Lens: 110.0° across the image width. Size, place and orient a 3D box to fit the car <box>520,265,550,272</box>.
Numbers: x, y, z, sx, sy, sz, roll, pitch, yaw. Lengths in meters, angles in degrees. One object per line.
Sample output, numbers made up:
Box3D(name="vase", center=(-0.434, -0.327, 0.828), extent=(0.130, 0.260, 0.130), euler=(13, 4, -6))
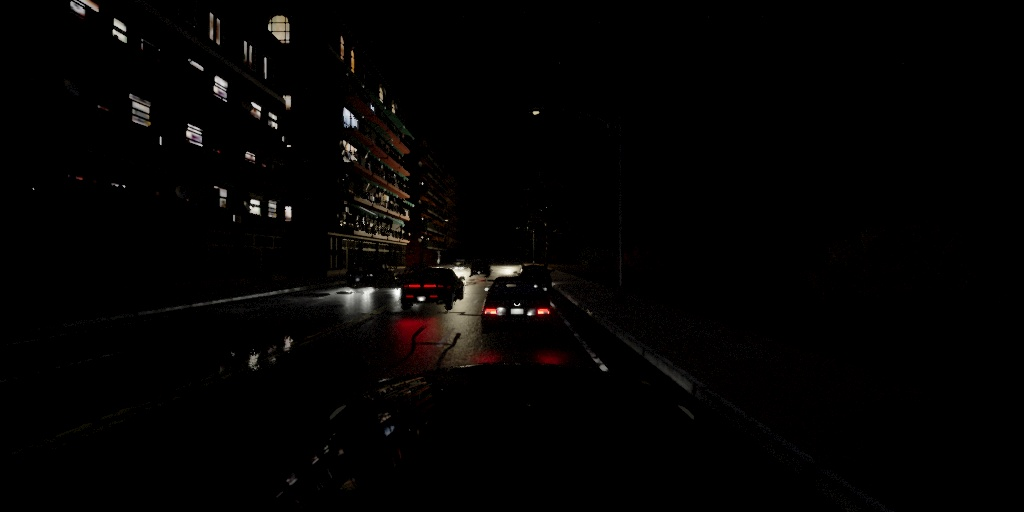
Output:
Box3D(name="car", center=(1.169, 1.257, 20.296), extent=(1.837, 1.490, 4.892), euler=(0, 0, 0))

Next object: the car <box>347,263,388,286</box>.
Box3D(name="car", center=(-9.809, 1.244, 25.246), extent=(2.128, 1.511, 4.902), euler=(0, 0, 0))

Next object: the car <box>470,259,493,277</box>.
Box3D(name="car", center=(-3.090, 1.259, 35.915), extent=(1.837, 1.490, 4.892), euler=(0, 1, 0))

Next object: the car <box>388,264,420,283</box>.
Box3D(name="car", center=(-6.559, 1.300, 25.029), extent=(2.033, 1.411, 5.357), euler=(0, 0, 0))

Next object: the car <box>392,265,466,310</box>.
Box3D(name="car", center=(-3.131, 1.254, 14.828), extent=(1.837, 1.490, 4.892), euler=(0, -1, 0))

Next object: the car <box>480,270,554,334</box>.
Box3D(name="car", center=(0.116, 1.299, 10.608), extent=(2.033, 1.411, 5.357), euler=(0, 0, 0))
